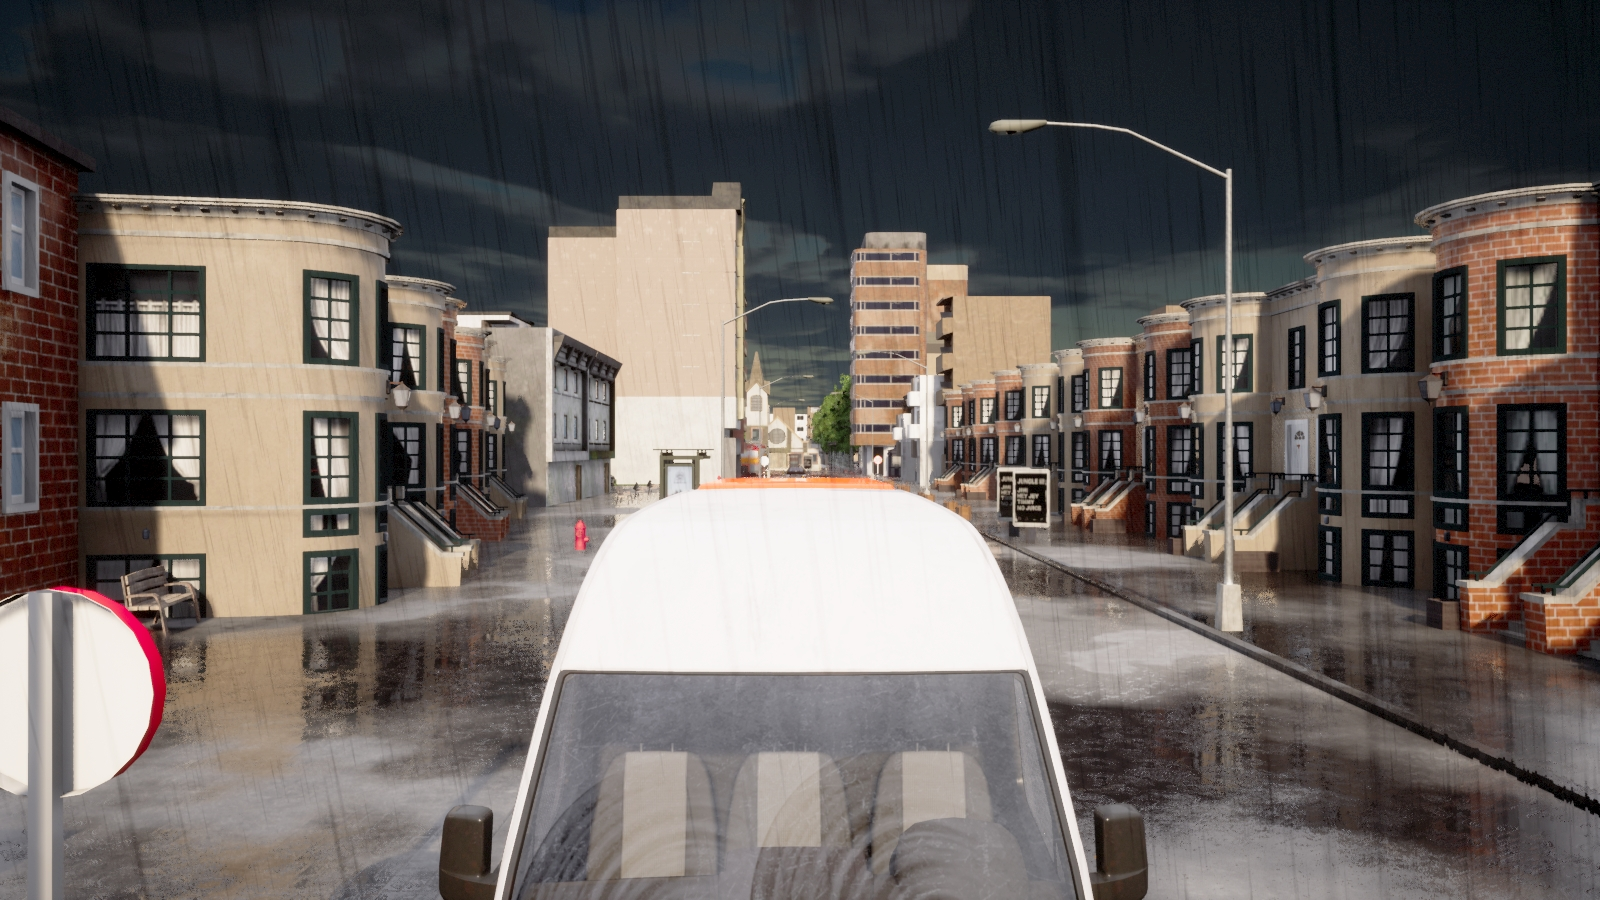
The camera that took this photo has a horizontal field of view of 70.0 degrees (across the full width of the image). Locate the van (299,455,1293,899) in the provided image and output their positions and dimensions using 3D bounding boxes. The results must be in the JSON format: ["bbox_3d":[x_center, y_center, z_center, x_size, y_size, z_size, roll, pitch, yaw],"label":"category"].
[{"bbox_3d":[-0.019,1.314,5.243,1.988,2.561,5.915,0,0,0],"label":"van"}]
